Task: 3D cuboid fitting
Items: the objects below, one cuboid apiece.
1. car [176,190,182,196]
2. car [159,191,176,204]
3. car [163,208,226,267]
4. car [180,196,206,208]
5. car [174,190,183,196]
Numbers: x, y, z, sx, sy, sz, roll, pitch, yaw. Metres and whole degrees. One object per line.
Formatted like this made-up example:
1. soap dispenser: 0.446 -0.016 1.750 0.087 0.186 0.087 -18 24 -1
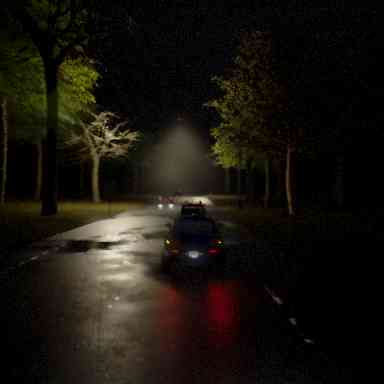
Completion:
1. car: -3.344 0.406 76.985 1.812 1.442 4.674 0 1 -2
2. car: -3.901 0.898 49.889 2.097 1.767 4.553 0 1 -3
3. car: 0.070 1.475 11.107 1.812 1.442 4.674 0 0 0
4. car: 0.079 1.331 26.614 2.128 1.511 4.902 0 1 0
5. car: -3.481 0.278 84.504 2.128 1.511 4.902 0 1 0
